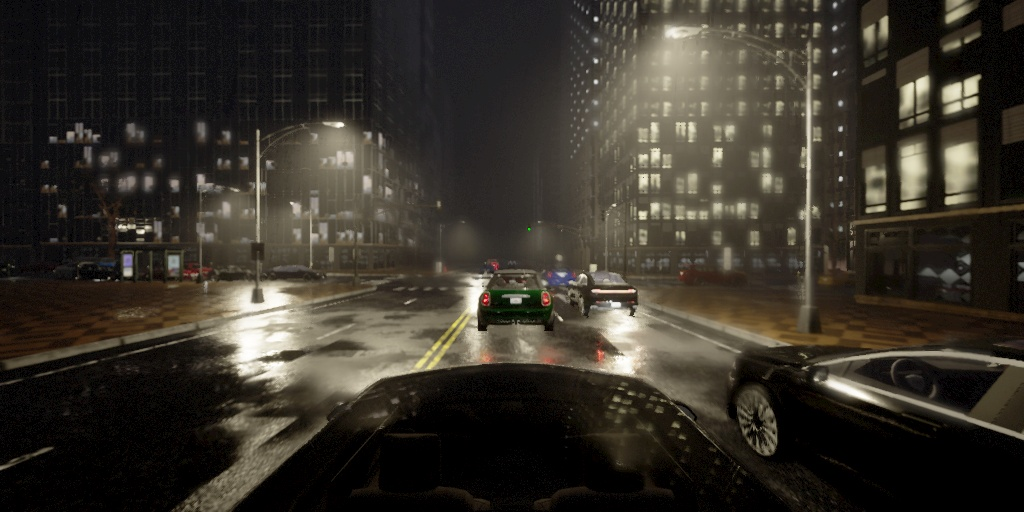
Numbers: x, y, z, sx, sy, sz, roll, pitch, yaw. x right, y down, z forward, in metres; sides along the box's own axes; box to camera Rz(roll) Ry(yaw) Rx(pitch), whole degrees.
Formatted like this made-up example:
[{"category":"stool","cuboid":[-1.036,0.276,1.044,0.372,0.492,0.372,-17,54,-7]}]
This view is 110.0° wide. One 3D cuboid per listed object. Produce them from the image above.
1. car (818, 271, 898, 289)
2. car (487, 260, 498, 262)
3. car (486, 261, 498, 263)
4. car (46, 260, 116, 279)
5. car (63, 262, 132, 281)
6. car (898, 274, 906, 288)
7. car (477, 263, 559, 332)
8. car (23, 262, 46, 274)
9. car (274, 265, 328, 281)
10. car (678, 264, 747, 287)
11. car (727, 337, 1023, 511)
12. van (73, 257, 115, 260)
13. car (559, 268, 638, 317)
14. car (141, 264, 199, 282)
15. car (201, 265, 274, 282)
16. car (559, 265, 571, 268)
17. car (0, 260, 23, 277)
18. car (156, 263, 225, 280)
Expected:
[{"category":"car","cuboid":[27.650,1.911,28.986,4.829,1.417,1.751,0,0,1]},{"category":"car","cuboid":[-3.313,1.630,59.440,2.150,2.045,5.566,0,-1,0]},{"category":"car","cuboid":[-3.333,1.821,49.214,1.812,1.442,4.674,0,-1,0]},{"category":"car","cuboid":[-38.959,1.323,32.787,4.674,1.442,1.812,1,0,2]},{"category":"car","cuboid":[-34.088,1.417,30.041,4.313,1.339,1.948,0,0,1]},{"category":"car","cuboid":[33.119,2.015,28.890,4.207,1.307,1.802,0,0,1]},{"category":"car","cuboid":[0.101,1.216,11.484,2.097,1.767,4.553,0,-1,0]},{"category":"car","cuboid":[-50.959,1.249,38.824,4.207,1.307,1.802,0,0,1]},{"category":"car","cuboid":[-19.698,1.514,32.368,5.357,1.411,2.033,0,0,0]},{"category":"car","cuboid":[16.201,1.604,29.187,5.009,1.841,2.192,0,0,1]},{"category":"car","cuboid":[3.347,1.247,2.115,2.128,1.511,4.902,0,-1,0]},{"category":"van","cuboid":[-45.277,1.059,38.706,3.998,1.789,1.690,0,0,1]},{"category":"car","cuboid":[3.354,1.384,13.989,2.128,1.511,4.902,0,-1,0]},{"category":"car","cuboid":[-28.408,1.483,29.865,4.207,1.307,1.802,0,0,1]},{"category":"car","cuboid":[-22.724,1.517,29.730,4.313,1.339,1.948,0,0,1]},{"category":"car","cuboid":[3.351,1.445,26.021,2.097,1.767,4.553,0,-3,0]},{"category":"car","cuboid":[-49.614,0.924,33.053,5.566,2.045,2.150,1,0,-1]},{"category":"car","cuboid":[-29.105,1.410,32.577,4.674,1.442,1.812,1,0,1]}]
